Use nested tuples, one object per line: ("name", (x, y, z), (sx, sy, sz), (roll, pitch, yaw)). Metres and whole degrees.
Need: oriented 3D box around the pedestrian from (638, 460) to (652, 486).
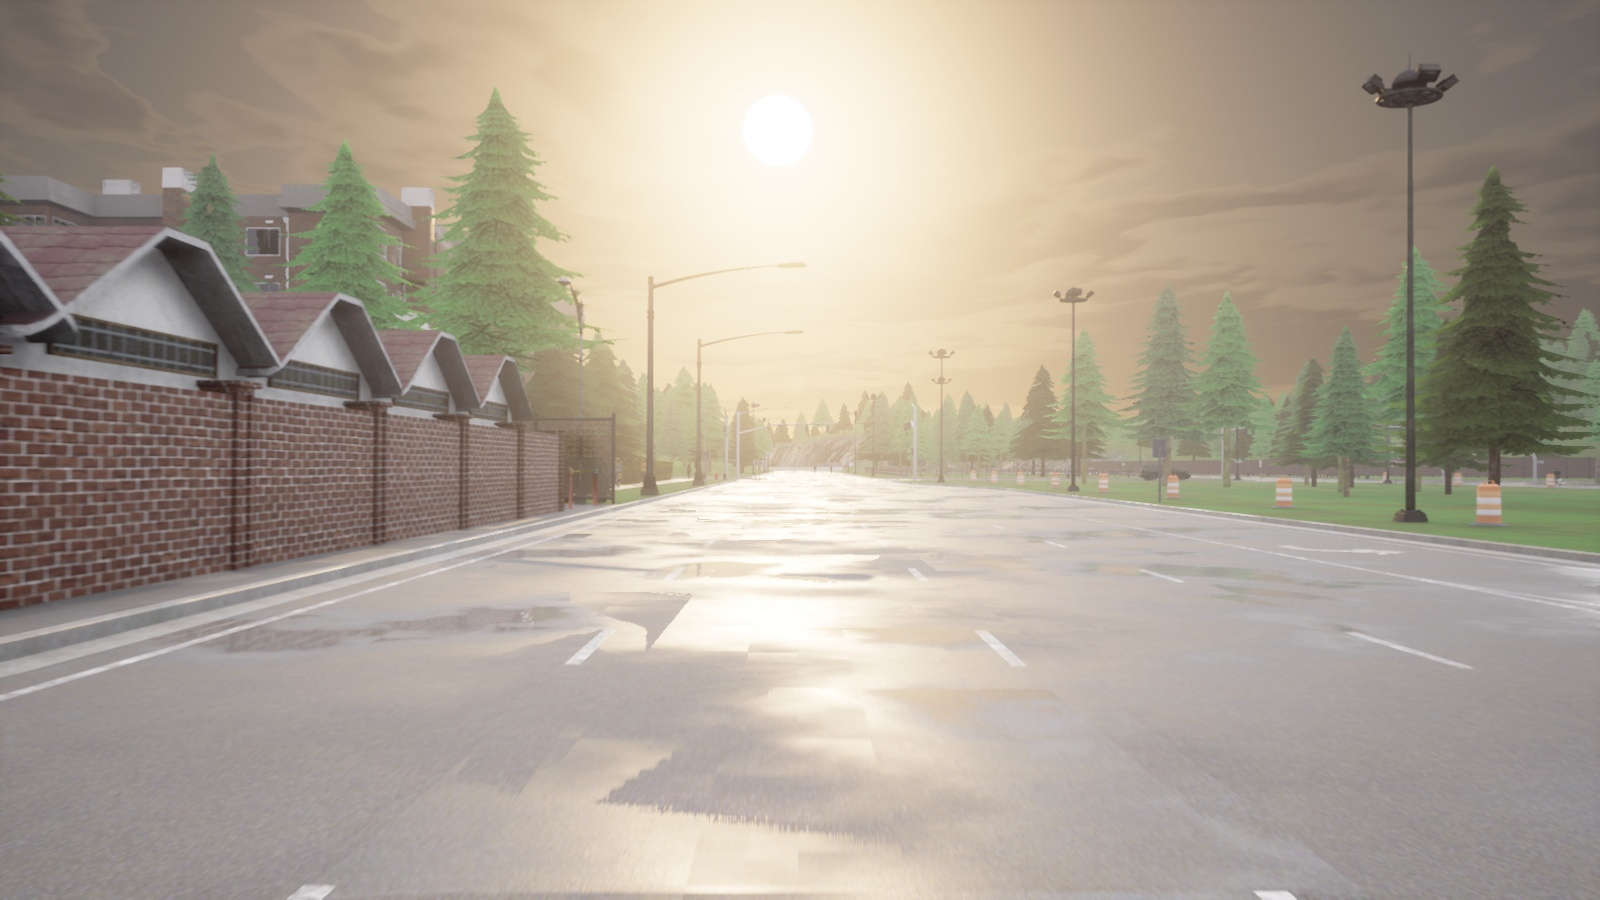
("pedestrian", (-11.217, 1.667, 91.026), (0.874, 1.855, 0.900), (0, -1, 0))
